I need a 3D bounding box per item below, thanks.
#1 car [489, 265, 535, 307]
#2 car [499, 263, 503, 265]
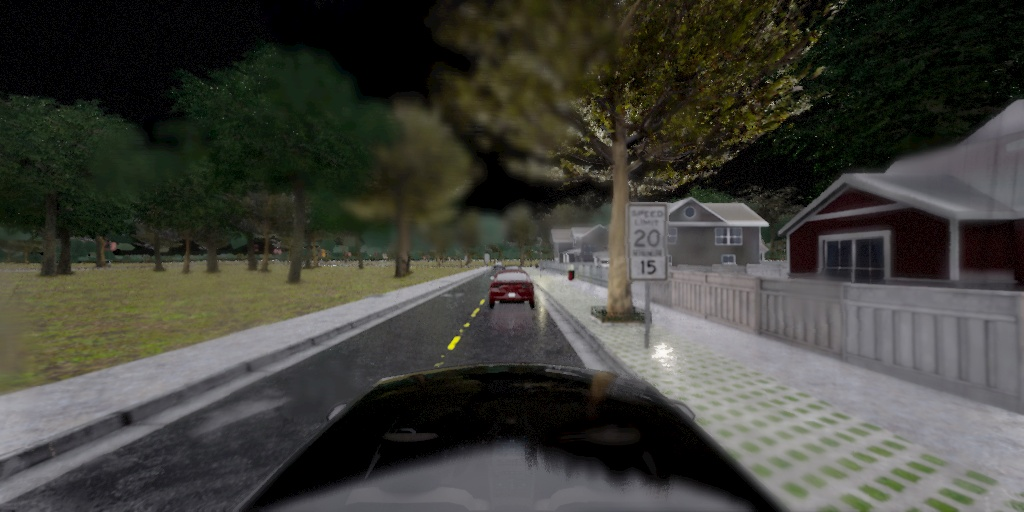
[{"bbox_3d":[0.008,1.367,16.329,1.882,1.535,5.008,0,0,0],"label":"car"},{"bbox_3d":[0.007,1.540,31.148,1.837,1.490,4.892,0,0,0],"label":"car"}]
